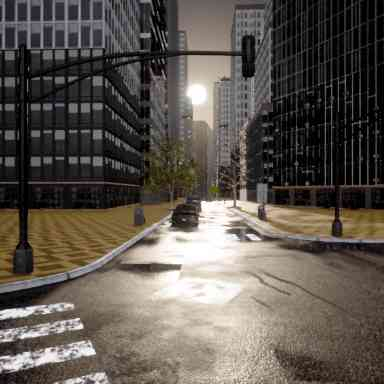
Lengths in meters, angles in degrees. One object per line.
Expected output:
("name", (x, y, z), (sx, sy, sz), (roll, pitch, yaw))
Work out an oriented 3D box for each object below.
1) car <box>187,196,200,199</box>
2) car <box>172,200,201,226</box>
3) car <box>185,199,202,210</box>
("car", (0.245, 1.553, 46.297), (2.150, 2.045, 5.566), (0, 0, 2))
("car", (-0.462, 1.654, 25.431), (1.882, 1.535, 5.008), (0, 0, 2))
("car", (-0.114, 1.777, 35.644), (1.812, 1.442, 4.674), (0, 0, 2))
